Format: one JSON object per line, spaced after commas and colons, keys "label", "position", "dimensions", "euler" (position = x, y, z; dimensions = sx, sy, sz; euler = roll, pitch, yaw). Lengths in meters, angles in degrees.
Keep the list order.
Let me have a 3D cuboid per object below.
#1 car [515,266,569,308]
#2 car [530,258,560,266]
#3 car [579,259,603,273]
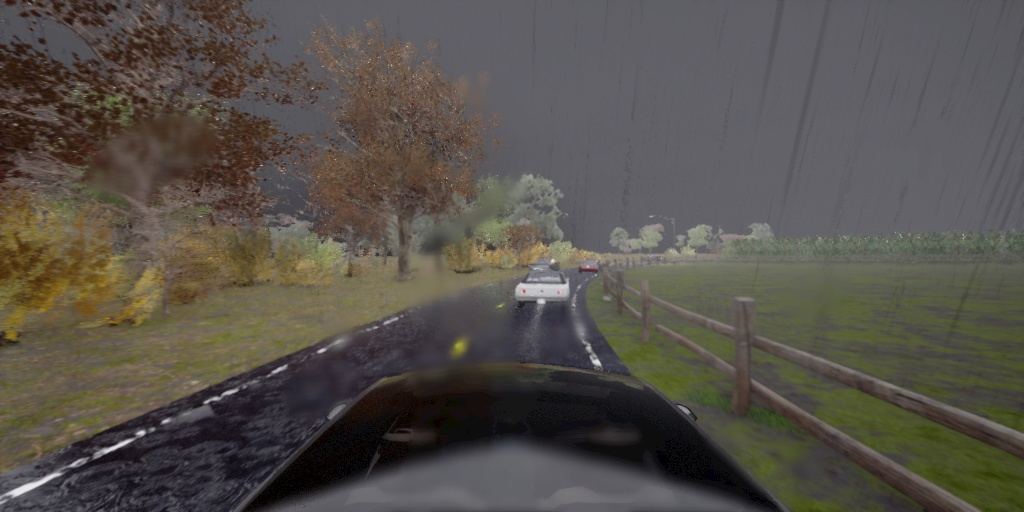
{"label": "car", "position": [1.382, 1.259, 14.606], "dimensions": [1.895, 1.301, 4.718], "euler": [0, 1, 9]}
{"label": "car", "position": [2.842, 0.955, 31.097], "dimensions": [2.128, 1.511, 4.902], "euler": [0, 1, 21]}
{"label": "car", "position": [8.071, 0.951, 35.945], "dimensions": [1.994, 1.385, 4.181], "euler": [0, 1, 25]}
